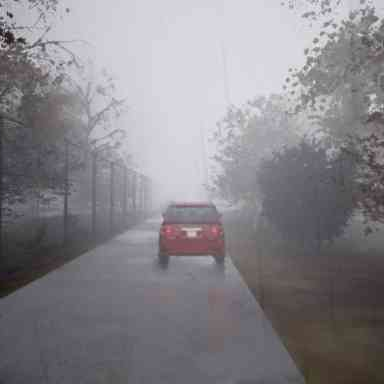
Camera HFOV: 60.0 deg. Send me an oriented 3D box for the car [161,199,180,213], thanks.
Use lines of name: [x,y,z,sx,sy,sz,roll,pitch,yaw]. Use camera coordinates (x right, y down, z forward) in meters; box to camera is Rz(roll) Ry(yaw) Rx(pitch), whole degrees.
car: [-2.786,1.783,43.609,2.097,1.767,4.553,0,0,0]

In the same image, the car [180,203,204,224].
car: [0.008,1.790,28.487,1.837,1.490,4.892,0,0,0]

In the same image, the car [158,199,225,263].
car: [0.005,1.350,12.553,2.150,2.045,5.566,0,0,0]
